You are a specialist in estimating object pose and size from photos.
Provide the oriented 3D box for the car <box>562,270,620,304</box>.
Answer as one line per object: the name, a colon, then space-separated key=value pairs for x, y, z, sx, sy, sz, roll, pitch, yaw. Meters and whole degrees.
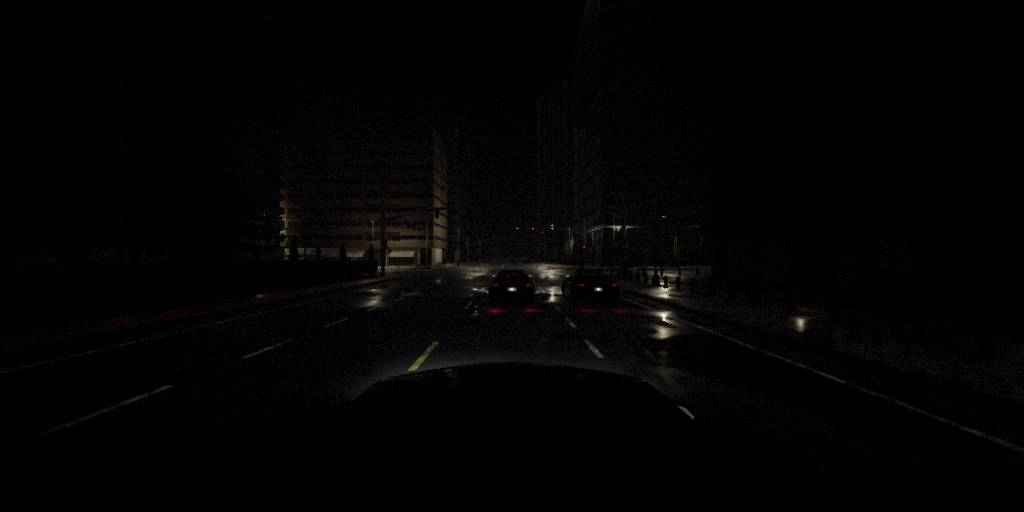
car: x=3.500 y=1.321 z=16.500 sx=1.994 sy=1.385 sz=4.181 roll=0 pitch=0 yaw=0

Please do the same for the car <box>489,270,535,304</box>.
car: x=0.000 y=1.320 z=16.500 sx=1.994 sy=1.385 sz=4.181 roll=0 pitch=0 yaw=0
